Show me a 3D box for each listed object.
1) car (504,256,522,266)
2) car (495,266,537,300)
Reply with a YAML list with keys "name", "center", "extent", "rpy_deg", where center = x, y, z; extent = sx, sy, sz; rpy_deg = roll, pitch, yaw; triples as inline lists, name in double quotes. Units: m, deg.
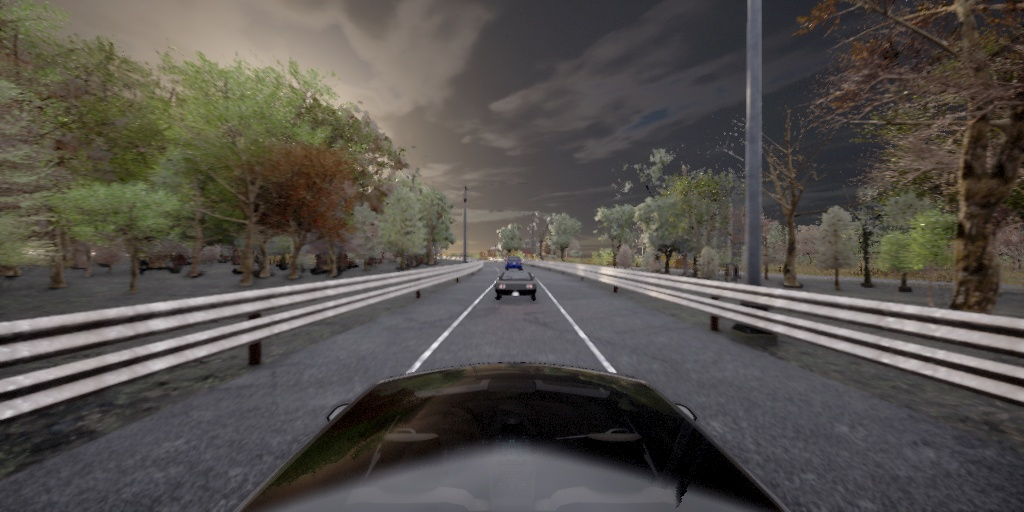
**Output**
- name: "car"
  center: [0.136, 1.040, 48.828]
  extent: [2.150, 2.045, 5.566]
  rpy_deg: [1, 0, -4]
- name: "car"
  center: [0.227, 1.385, 18.088]
  extent: [1.895, 1.301, 4.718]
  rpy_deg: [0, 0, 2]
